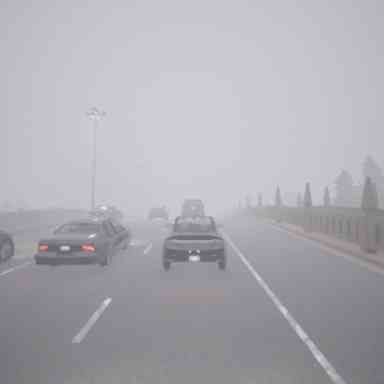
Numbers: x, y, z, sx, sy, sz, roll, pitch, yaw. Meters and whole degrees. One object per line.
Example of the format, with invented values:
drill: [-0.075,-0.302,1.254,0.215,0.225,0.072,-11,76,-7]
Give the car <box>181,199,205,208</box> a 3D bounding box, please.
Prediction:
car: [0.090,1.814,33.423,2.150,2.045,5.566,0,-4,0]

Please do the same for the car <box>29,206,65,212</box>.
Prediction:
car: [-14.107,2.181,34.039,2.033,1.411,5.357,0,-4,0]

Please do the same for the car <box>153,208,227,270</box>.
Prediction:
car: [0.076,1.516,11.072,2.128,1.511,4.902,0,0,0]

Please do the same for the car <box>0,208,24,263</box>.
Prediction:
car: [-6.933,1.370,9.159,2.097,1.767,4.553,0,0,0]

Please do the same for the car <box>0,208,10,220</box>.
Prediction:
car: [-21.105,2.258,34.381,1.895,1.301,4.718,0,-4,0]

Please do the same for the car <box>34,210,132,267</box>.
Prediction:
car: [-3.420,1.572,11.495,2.033,1.411,5.357,0,0,0]

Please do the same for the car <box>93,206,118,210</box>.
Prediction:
car: [-6.921,1.800,26.914,2.033,1.411,5.357,0,-2,0]

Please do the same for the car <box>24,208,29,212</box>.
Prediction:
car: [-17.605,2.260,34.414,1.895,1.301,4.718,0,-4,0]

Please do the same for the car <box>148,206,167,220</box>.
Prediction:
car: [-3.411,2.188,34.937,2.128,1.511,4.902,0,-4,0]
